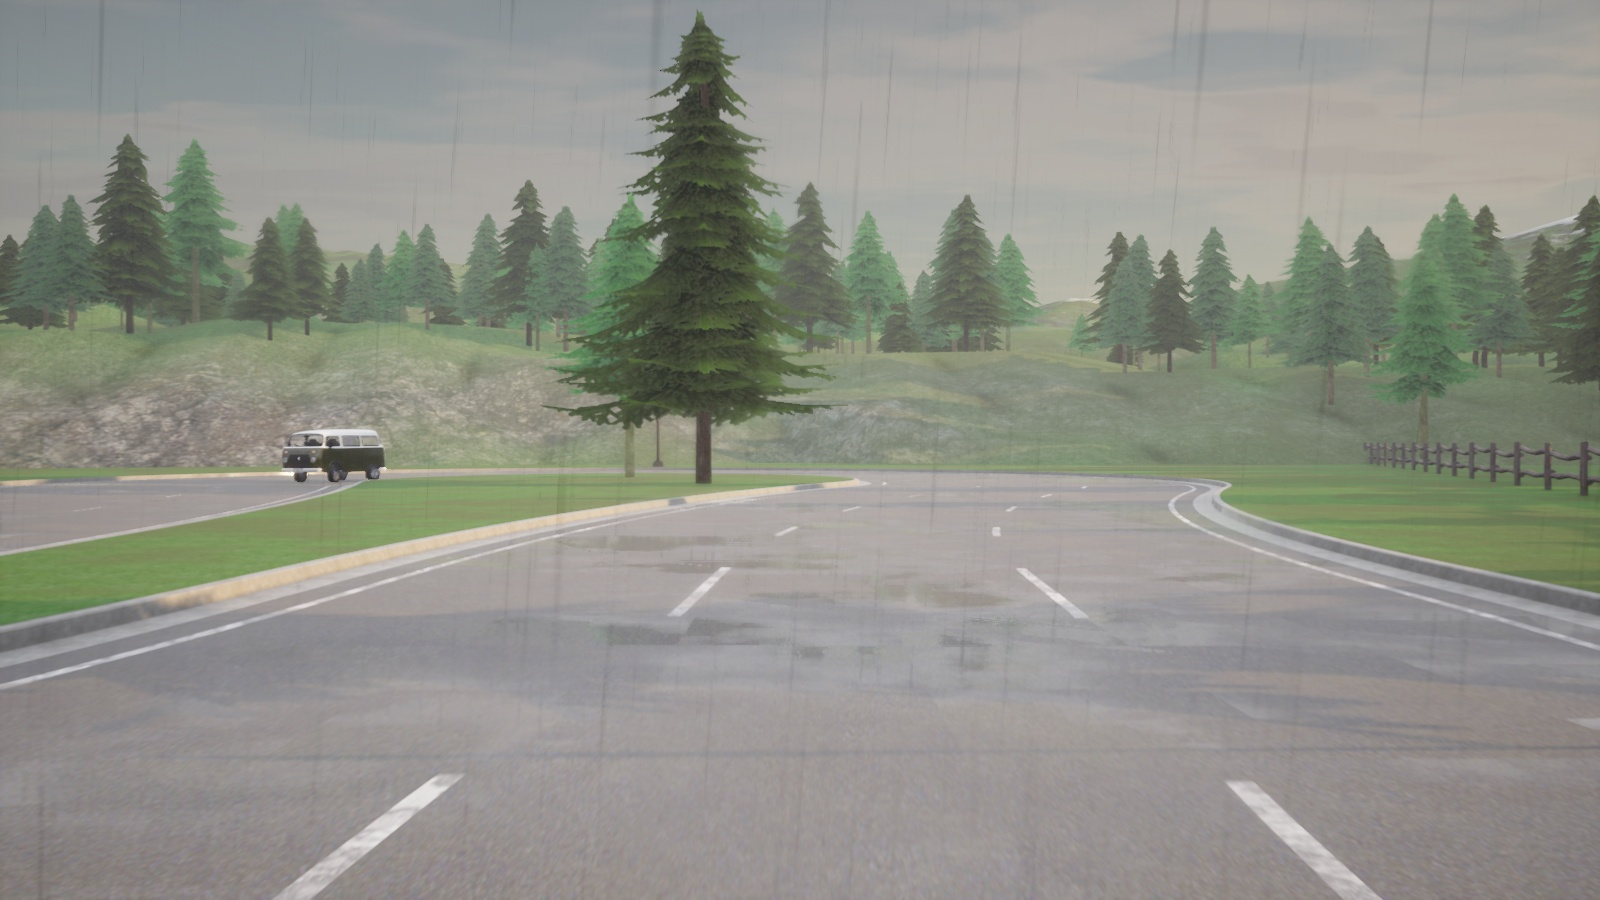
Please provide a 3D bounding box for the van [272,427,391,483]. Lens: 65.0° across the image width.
[{"bbox_3d":[-17.965,0.182,48.395,2.069,2.038,4.480,0,0,15],"label":"van"}]
